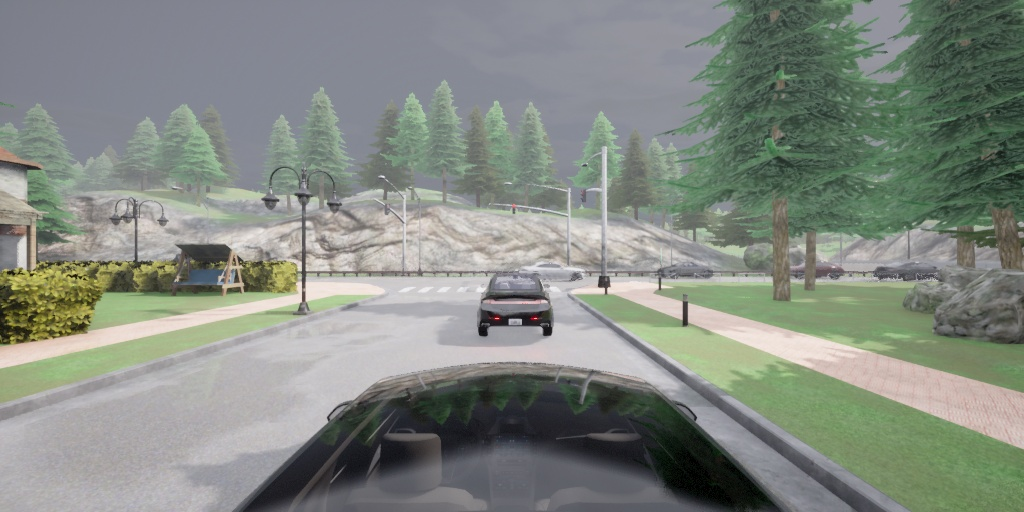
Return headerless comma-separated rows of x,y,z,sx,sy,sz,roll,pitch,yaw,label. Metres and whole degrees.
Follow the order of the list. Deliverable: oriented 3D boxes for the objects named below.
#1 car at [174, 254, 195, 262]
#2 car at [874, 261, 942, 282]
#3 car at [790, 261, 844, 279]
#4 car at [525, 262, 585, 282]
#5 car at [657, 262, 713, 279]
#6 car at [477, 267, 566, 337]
-21.314,0.810,25.840,5.566,2.045,2.150,0,0,0,car
28.824,1.113,25.759,4.674,1.442,1.812,0,0,0,car
24.473,1.113,29.411,4.674,1.442,1.812,0,0,0,car
2.896,1.117,25.789,4.674,1.442,1.812,0,0,0,car
14.171,1.151,29.465,4.181,1.385,1.994,0,0,0,car
0.094,1.242,10.333,2.128,1.511,4.902,0,0,1,car
